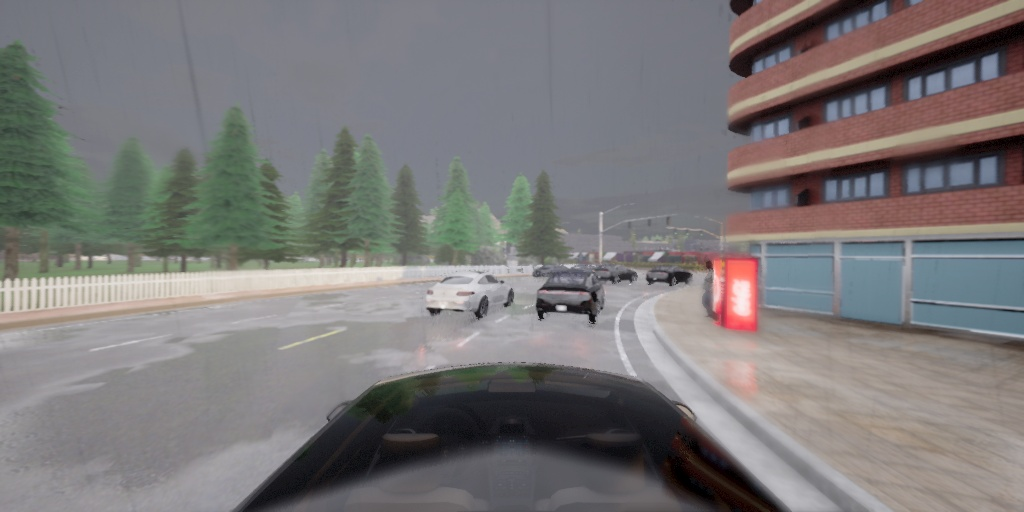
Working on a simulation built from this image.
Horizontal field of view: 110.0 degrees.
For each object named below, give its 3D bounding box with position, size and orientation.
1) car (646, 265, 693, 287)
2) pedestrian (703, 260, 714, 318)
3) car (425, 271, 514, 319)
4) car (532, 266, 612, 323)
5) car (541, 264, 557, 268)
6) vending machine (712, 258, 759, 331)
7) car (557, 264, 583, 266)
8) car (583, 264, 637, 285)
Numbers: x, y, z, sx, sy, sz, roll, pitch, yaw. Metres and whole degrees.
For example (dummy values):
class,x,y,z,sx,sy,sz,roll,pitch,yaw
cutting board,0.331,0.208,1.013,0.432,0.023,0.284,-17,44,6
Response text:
class,x,y,z,sx,sy,sz,roll,pitch,yaw
car,11.824,1.432,26.825,4.902,1.511,2.128,1,0,-43
pedestrian,6.129,0.987,10.884,0.375,1.860,0.375,1,0,19
car,-1.367,1.267,12.868,1.812,1.442,4.674,1,0,17
car,2.160,1.282,12.470,2.128,1.511,4.902,1,0,18
car,3.825,1.446,34.255,4.181,1.385,1.994,1,0,-43
vending machine,6.148,1.040,9.919,1.100,2.100,0.880,0,0,17
car,6.222,1.477,31.705,4.181,1.385,1.994,1,0,-43
car,8.047,1.380,28.067,2.128,1.511,4.902,1,0,44
